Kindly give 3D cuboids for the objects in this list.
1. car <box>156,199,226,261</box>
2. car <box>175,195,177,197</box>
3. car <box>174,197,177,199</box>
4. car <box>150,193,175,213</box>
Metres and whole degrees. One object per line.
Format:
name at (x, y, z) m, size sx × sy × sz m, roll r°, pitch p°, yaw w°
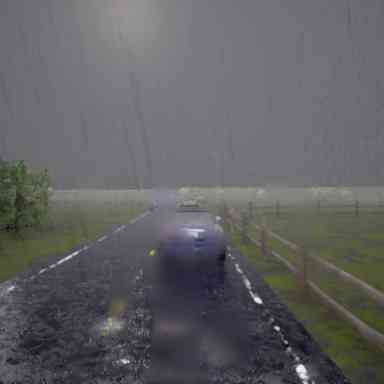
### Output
car at (0.019, 1.315, 12.259) m, size 2.097 × 1.767 × 4.553 m, roll 0°, pitch 0°, yaw 0°
car at (-4.552, 1.082, 77.755) m, size 1.994 × 1.385 × 4.181 m, roll 0°, pitch 0°, yaw -2°
car at (-0.210, 1.400, 28.695) m, size 2.128 × 1.511 × 4.902 m, roll 0°, pitch 0°, yaw -1°
car at (-3.302, 1.108, 36.117) m, size 2.150 × 2.045 × 5.566 m, roll 0°, pitch 0°, yaw -1°
